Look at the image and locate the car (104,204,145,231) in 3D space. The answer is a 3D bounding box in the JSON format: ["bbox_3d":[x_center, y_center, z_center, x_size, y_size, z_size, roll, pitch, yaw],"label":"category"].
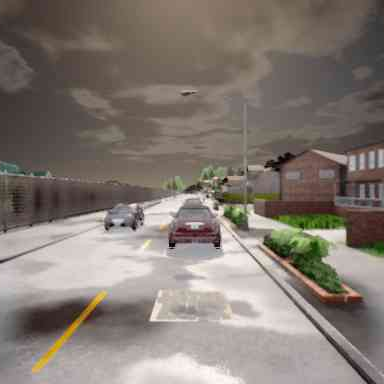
[{"bbox_3d":[-4.094,1.493,20.739,2.128,1.511,4.902,0,0,0],"label":"car"}]

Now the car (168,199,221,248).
[{"bbox_3d":[0.103,1.354,14.920,2.097,1.767,4.553,0,0,0],"label":"car"}]
